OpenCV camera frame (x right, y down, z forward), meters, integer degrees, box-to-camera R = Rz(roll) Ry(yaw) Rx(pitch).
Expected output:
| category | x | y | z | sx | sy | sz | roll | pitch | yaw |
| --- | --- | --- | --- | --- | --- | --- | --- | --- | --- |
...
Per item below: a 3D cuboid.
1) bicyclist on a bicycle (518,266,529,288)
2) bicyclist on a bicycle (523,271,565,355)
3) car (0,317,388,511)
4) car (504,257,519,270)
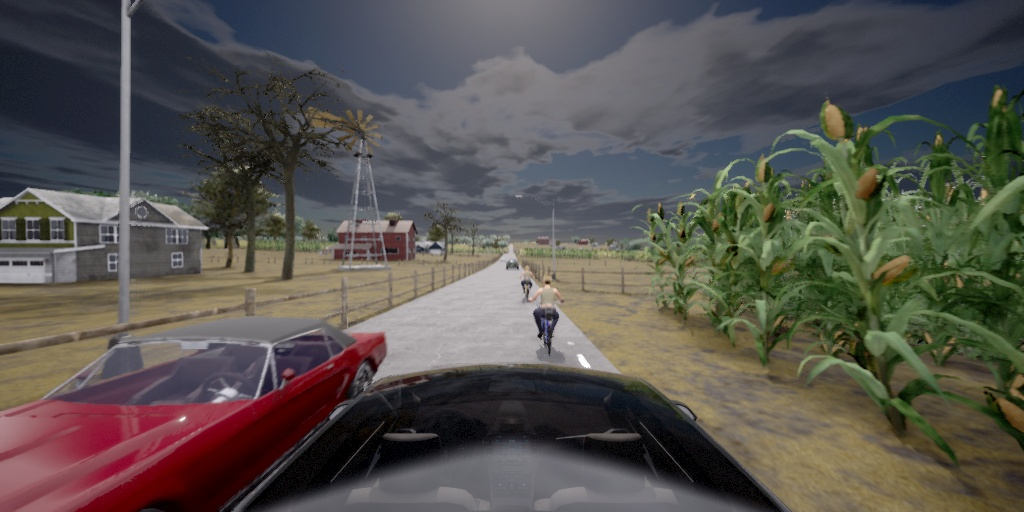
| category | x | y | z | sx | sy | sz | roll | pitch | yaw |
| --- | --- | --- | --- | --- | --- | --- | --- | --- | --- |
| bicyclist on a bicycle | 0.726 | 1.281 | 17.326 | 0.866 | 1.612 | 1.509 | 0 | 0 | 0 |
| bicyclist on a bicycle | 0.757 | 1.225 | 7.810 | 0.866 | 1.612 | 1.509 | 0 | -1 | 0 |
| car | -2.850 | 1.361 | 3.349 | 1.895 | 1.301 | 4.718 | 0 | 0 | 0 |
| car | 0.074 | 1.339 | 60.861 | 2.097 | 1.767 | 4.553 | 0 | 0 | 0 |
